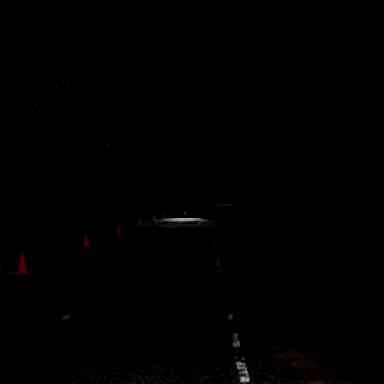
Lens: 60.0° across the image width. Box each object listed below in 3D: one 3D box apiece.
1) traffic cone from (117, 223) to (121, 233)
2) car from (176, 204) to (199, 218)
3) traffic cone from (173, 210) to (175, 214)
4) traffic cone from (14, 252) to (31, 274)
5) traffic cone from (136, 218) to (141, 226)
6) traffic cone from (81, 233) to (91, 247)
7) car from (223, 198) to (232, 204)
[{"bbox_3d":[-4.340,2.145,19.696,0.340,0.580,0.340,0,-1,4],"label":"traffic cone"},{"bbox_3d":[-0.425,1.902,34.415,1.994,1.385,4.181,0,-1,7],"label":"car"},{"bbox_3d":[-2.168,2.343,39.762,0.340,0.580,0.340,0,-1,8],"label":"traffic cone"},{"bbox_3d":[-4.900,2.046,9.618,0.340,0.580,0.340,0,-1,2],"label":"traffic cone"},{"bbox_3d":[-3.928,2.195,24.726,0.340,0.580,0.340,0,-1,5],"label":"traffic cone"},{"bbox_3d":[-4.664,2.096,14.660,0.340,0.580,0.340,0,-1,3],"label":"traffic cone"},{"bbox_3d":[8.920,2.316,82.995,1.837,1.490,4.892,0,-1,11],"label":"car"}]
